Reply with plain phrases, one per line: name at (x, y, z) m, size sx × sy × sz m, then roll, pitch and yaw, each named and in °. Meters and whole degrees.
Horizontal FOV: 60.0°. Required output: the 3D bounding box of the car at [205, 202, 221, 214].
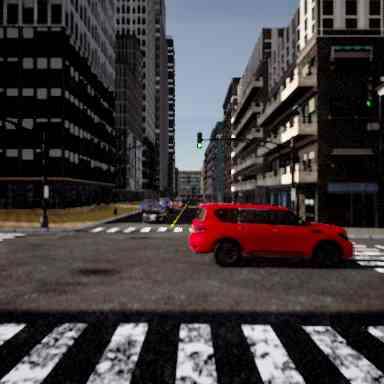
car at (2.722, 2.059, 43.844) m, size 1.887 × 1.381 × 4.507 m, roll 0°, pitch -1°, yaw 0°

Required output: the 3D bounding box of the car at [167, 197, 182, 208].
car at (-2.980, 2.071, 61.235) m, size 2.097 × 1.767 × 4.553 m, roll 0°, pitch -1°, yaw 0°

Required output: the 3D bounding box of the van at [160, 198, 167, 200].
van at (-5.641, 2.124, 66.468) m, size 1.690 × 1.788 × 3.998 m, roll 0°, pitch -1°, yaw 0°

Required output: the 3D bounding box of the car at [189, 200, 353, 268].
car at (2.672, 1.458, 11.832) m, size 5.566 × 2.045 × 2.150 m, roll 1°, pitch 0°, yaw -1°

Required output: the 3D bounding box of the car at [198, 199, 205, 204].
car at (2.762, 2.688, 94.729) m, size 1.947 × 1.339 × 4.313 m, roll 0°, pitch -1°, yaw 0°

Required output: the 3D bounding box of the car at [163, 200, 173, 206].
car at (-5.631, 2.469, 77.774) m, size 2.008 × 1.369 × 4.403 m, roll 0°, pitch -1°, yaw 0°

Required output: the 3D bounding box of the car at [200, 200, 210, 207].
car at (2.744, 2.395, 72.113) m, size 1.887 × 1.381 × 4.507 m, roll 0°, pitch -1°, yaw 0°

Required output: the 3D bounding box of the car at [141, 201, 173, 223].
car at (-3.074, 1.825, 28.583) m, size 2.128 × 1.511 × 4.902 m, roll 0°, pitch -1°, yaw 0°

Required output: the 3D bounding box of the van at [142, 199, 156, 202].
van at (-5.659, 1.855, 43.853) m, size 1.690 × 1.788 × 3.998 m, roll 0°, pitch -1°, yaw 0°

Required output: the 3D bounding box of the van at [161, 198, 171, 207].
van at (-5.637, 2.191, 72.122) m, size 1.690 × 1.788 × 3.998 m, roll 0°, pitch -1°, yaw 0°

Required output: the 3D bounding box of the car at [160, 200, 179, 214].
car at (-3.057, 2.100, 42.626) m, size 1.895 × 1.301 × 4.718 m, roll 0°, pitch -1°, yaw 0°

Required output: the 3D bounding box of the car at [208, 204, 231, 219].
car at (2.715, 1.962, 33.878) m, size 1.947 × 1.339 × 4.313 m, roll 0°, pitch -1°, yaw 0°

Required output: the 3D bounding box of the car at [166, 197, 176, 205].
car at (-5.623, 2.369, 89.085) m, size 2.192 × 1.841 × 5.009 m, roll 0°, pitch -1°, yaw 0°
